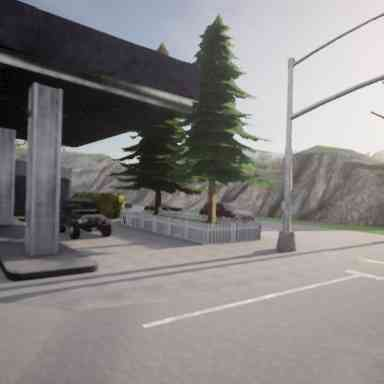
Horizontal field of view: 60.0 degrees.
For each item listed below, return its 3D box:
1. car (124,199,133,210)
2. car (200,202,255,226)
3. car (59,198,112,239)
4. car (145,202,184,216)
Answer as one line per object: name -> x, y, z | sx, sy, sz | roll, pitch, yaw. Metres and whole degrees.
car -> -9.010, 1.339, 41.193 | 1.882, 1.535, 5.008 | 2, 0, -35
car -> 2.561, 1.559, 24.645 | 2.097, 1.767, 4.553 | 2, 0, -35
car -> -5.705, 1.300, 17.404 | 1.905, 1.878, 3.866 | 2, 0, -36
car -> -2.661, 1.652, 32.099 | 1.895, 1.301, 4.718 | 2, 0, -35
